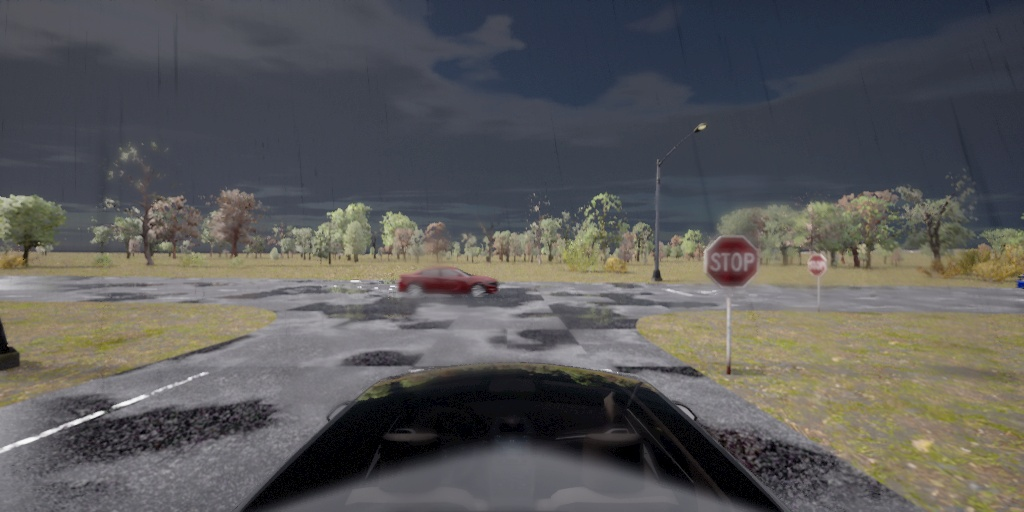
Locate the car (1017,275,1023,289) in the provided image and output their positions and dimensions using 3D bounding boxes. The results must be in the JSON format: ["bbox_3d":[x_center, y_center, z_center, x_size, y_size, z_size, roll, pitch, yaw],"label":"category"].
[{"bbox_3d":[38.995,1.603,24.902,5.566,2.045,2.150,-1,0,0],"label":"car"}]

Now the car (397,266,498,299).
[{"bbox_3d":[-3.205,1.272,18.182,5.008,1.535,1.882,0,0,0],"label":"car"}]
